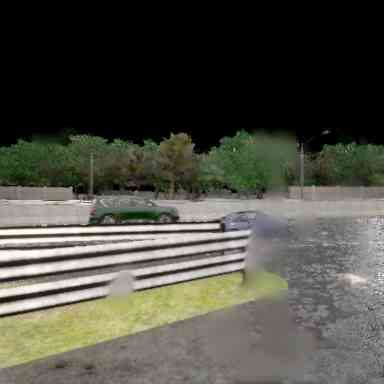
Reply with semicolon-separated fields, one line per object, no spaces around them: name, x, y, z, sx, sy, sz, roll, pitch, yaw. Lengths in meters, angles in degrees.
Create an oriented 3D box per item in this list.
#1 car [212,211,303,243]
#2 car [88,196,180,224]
car;2.834;1.537;15.059;4.181;1.385;1.994;0;0;-13
car;-3.574;1.270;20.757;5.566;2.045;2.150;0;0;-13
